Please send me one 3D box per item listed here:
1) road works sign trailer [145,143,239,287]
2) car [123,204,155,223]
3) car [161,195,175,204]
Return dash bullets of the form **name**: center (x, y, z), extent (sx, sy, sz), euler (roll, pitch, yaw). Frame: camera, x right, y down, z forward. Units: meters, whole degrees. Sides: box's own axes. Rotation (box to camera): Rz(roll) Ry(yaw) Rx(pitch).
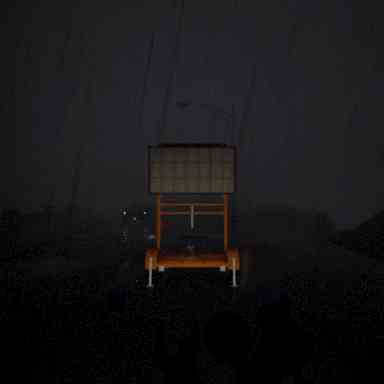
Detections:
- **road works sign trailer**: center (0.009, 0.462, 9.270), extent (2.380, 3.560, 2.880), euler (0, 0, 0)
- **car**: center (-4.078, 1.596, 25.889), extent (1.895, 1.301, 4.718), euler (0, 0, 0)
- **car**: center (-4.017, 1.342, 56.348), extent (2.097, 1.767, 4.553), euler (0, 0, 0)
